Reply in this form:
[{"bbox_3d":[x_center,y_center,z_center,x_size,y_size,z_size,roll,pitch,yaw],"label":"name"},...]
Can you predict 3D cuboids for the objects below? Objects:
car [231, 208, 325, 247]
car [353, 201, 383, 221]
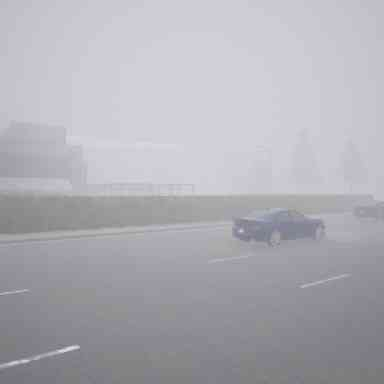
[{"bbox_3d":[4.050,1.477,15.226,5.008,1.535,1.882,0,0,-35],"label":"car"},{"bbox_3d":[15.404,1.477,27.696,5.008,1.535,1.882,0,0,-37],"label":"car"}]
